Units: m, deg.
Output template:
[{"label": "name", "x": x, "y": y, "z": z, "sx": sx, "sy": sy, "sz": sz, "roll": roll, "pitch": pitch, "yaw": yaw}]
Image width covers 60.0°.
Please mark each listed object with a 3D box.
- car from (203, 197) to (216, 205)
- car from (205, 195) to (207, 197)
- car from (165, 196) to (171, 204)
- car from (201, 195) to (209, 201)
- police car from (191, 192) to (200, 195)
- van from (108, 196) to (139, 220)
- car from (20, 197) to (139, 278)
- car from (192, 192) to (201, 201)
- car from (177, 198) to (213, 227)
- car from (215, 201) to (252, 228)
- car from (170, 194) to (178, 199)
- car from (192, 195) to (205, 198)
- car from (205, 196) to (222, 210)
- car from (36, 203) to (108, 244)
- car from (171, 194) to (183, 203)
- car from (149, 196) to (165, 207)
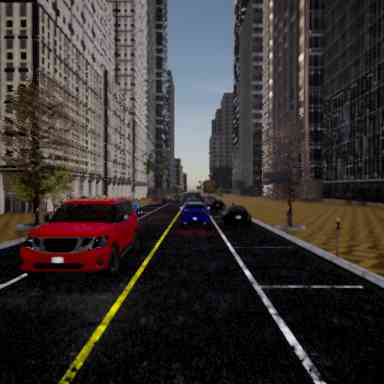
[{"label": "car", "x": 2.939, "y": 1.465, "z": 55.673, "sx": 1.947, "sy": 1.339, "sz": 4.313, "roll": 0, "pitch": 0, "yaw": 0}, {"label": "car", "x": 2.885, "y": 1.503, "z": 44.388, "sx": 1.802, "sy": 1.307, "sz": 4.206, "roll": 0, "pitch": 0, "yaw": 0}, {"label": "car", "x": -5.415, "y": 1.438, "z": 61.354, "sx": 1.947, "sy": 1.339, "sz": 4.313, "roll": 0, "pitch": 0, "yaw": 0}, {"label": "car", "x": 3.047, "y": 1.396, "z": 78.244, "sx": 1.887, "sy": 1.381, "sz": 4.507, "roll": 0, "pitch": 0, "yaw": 0}, {"label": "police car", "x": 0.923, "y": 1.294, "z": 68.297, "sx": 1.930, "sy": 1.638, "sz": 5.238, "roll": 0, "pitch": 0, "yaw": -5}, {"label": "van", "x": -5.579, "y": 1.281, "z": 27.507, "sx": 1.690, "sy": 1.788, "sz": 3.998, "roll": 0, "pitch": 0, "yaw": 0}, {"label": "car", "x": -3.058, "y": 1.197, "z": 10.384, "sx": 2.150, "sy": 2.045, "sz": 5.566, "roll": 0, "pitch": 0, "yaw": 0}, {"label": "car", "x": 1.030, "y": 1.062, "z": 78.249, "sx": 2.150, "sy": 2.045, "sz": 5.566, "roll": -1, "pitch": 0, "yaw": 0}, {"label": "car", "x": 0.197, "y": 1.437, "z": 22.376, "sx": 1.882, "sy": 1.535, "sz": 5.008, "roll": 0, "pitch": 0, "yaw": 0}, {"label": "car", "x": 2.777, "y": 1.532, "z": 21.818, "sx": 1.947, "sy": 1.339, "sz": 4.313, "roll": 0, "pitch": 0, "yaw": 0}, {"label": "car", "x": -5.253, "y": 1.349, "z": 95.202, "sx": 2.008, "sy": 1.369, "sz": 4.403, "roll": 0, "pitch": 0, "yaw": 0}, {"label": "car", "x": 0.289, "y": 1.470, "z": 41.804, "sx": 2.033, "sy": 1.411, "sz": 5.357, "roll": 0, "pitch": 0, "yaw": 0}, {"label": "car", "x": 2.858, "y": 1.499, "z": 38.746, "sx": 1.947, "sy": 1.339, "sz": 4.313, "roll": 0, "pitch": 0, "yaw": 0}, {"label": "car", "x": -5.632, "y": 1.401, "z": 16.224, "sx": 1.967, "sy": 1.590, "sz": 4.097, "roll": 0, "pitch": 0, "yaw": 0}, {"label": "car", "x": -2.721, "y": 1.224, "z": 64.104, "sx": 2.097, "sy": 1.767, "sz": 4.553, "roll": 0, "pitch": 0, "yaw": 1}, {"label": "car", "x": -5.468, "y": 1.477, "z": 50.072, "sx": 1.802, "sy": 1.307, "sz": 4.206, "roll": 0, "pitch": 0, "yaw": 0}]
